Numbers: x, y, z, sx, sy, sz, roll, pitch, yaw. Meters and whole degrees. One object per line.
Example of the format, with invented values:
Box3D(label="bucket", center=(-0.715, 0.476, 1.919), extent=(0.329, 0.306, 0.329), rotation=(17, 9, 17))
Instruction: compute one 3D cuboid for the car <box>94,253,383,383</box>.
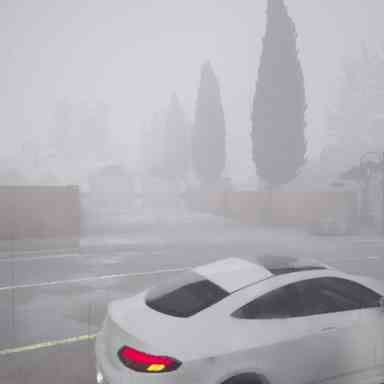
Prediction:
Box3D(label="car", center=(1.230, 1.527, 4.120), extent=(4.674, 1.442, 1.812), rotation=(0, 0, -23))
